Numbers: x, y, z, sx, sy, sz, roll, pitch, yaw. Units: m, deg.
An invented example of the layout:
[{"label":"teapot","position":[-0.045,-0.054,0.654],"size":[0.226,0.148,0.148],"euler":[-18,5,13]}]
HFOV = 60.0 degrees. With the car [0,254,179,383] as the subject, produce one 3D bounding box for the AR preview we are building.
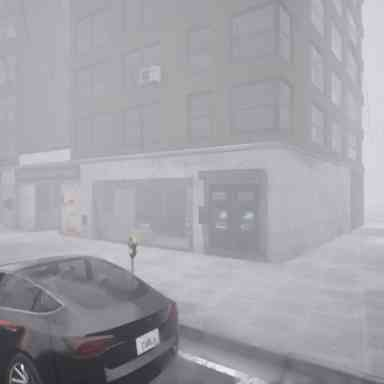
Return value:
[{"label":"car","position":[-2.138,1.564,4.616],"size":[4.313,1.339,1.947],"euler":[0,0,36]}]
